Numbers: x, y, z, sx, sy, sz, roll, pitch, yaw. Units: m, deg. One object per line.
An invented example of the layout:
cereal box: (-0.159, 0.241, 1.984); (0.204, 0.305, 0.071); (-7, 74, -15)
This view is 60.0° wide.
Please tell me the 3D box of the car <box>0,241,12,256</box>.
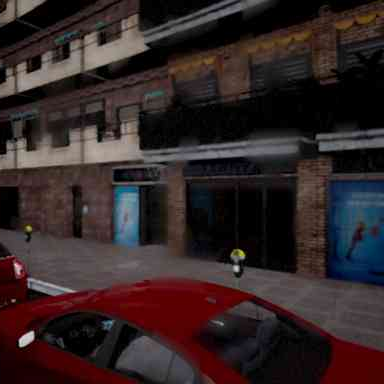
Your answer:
car: (-5.027, 1.436, 6.459); (4.097, 1.590, 1.967); (0, 0, 35)

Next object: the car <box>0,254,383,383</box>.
car: (-0.444, 1.543, 3.190); (4.507, 1.381, 1.887); (0, 0, 35)
